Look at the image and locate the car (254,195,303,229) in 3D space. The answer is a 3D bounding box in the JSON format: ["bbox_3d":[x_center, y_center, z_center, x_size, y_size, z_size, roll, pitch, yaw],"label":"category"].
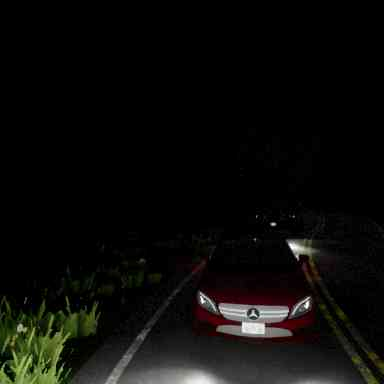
[{"bbox_3d":[4.999,1.214,18.842,2.150,2.045,5.566,-2,-1,22],"label":"car"}]

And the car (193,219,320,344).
[{"bbox_3d":[1.229,1.534,6.669,1.812,1.442,4.674,-1,0,11],"label":"car"}]
